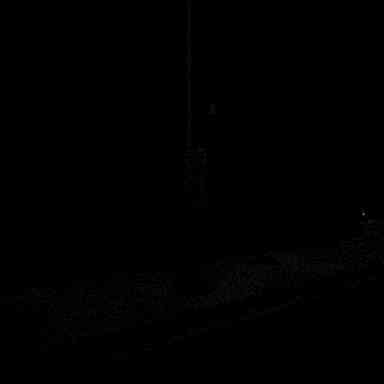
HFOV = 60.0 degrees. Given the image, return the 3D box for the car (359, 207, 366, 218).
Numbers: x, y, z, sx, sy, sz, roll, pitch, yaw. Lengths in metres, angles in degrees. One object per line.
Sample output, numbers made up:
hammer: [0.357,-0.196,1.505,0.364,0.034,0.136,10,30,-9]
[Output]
car: [11.119,1.312,26.256,2.128,1.511,4.902,0,1,-34]
